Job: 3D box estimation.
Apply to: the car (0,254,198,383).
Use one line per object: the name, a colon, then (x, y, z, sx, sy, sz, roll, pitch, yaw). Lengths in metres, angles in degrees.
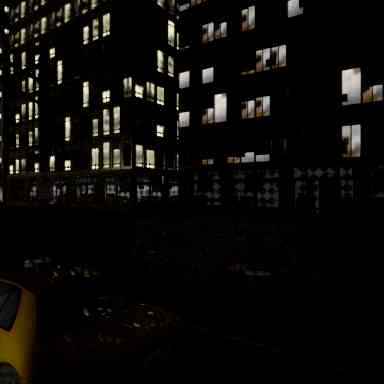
car: (-2.217, 1.525, 4.451, 4.829, 1.417, 1.752, 0, 0, 35)
